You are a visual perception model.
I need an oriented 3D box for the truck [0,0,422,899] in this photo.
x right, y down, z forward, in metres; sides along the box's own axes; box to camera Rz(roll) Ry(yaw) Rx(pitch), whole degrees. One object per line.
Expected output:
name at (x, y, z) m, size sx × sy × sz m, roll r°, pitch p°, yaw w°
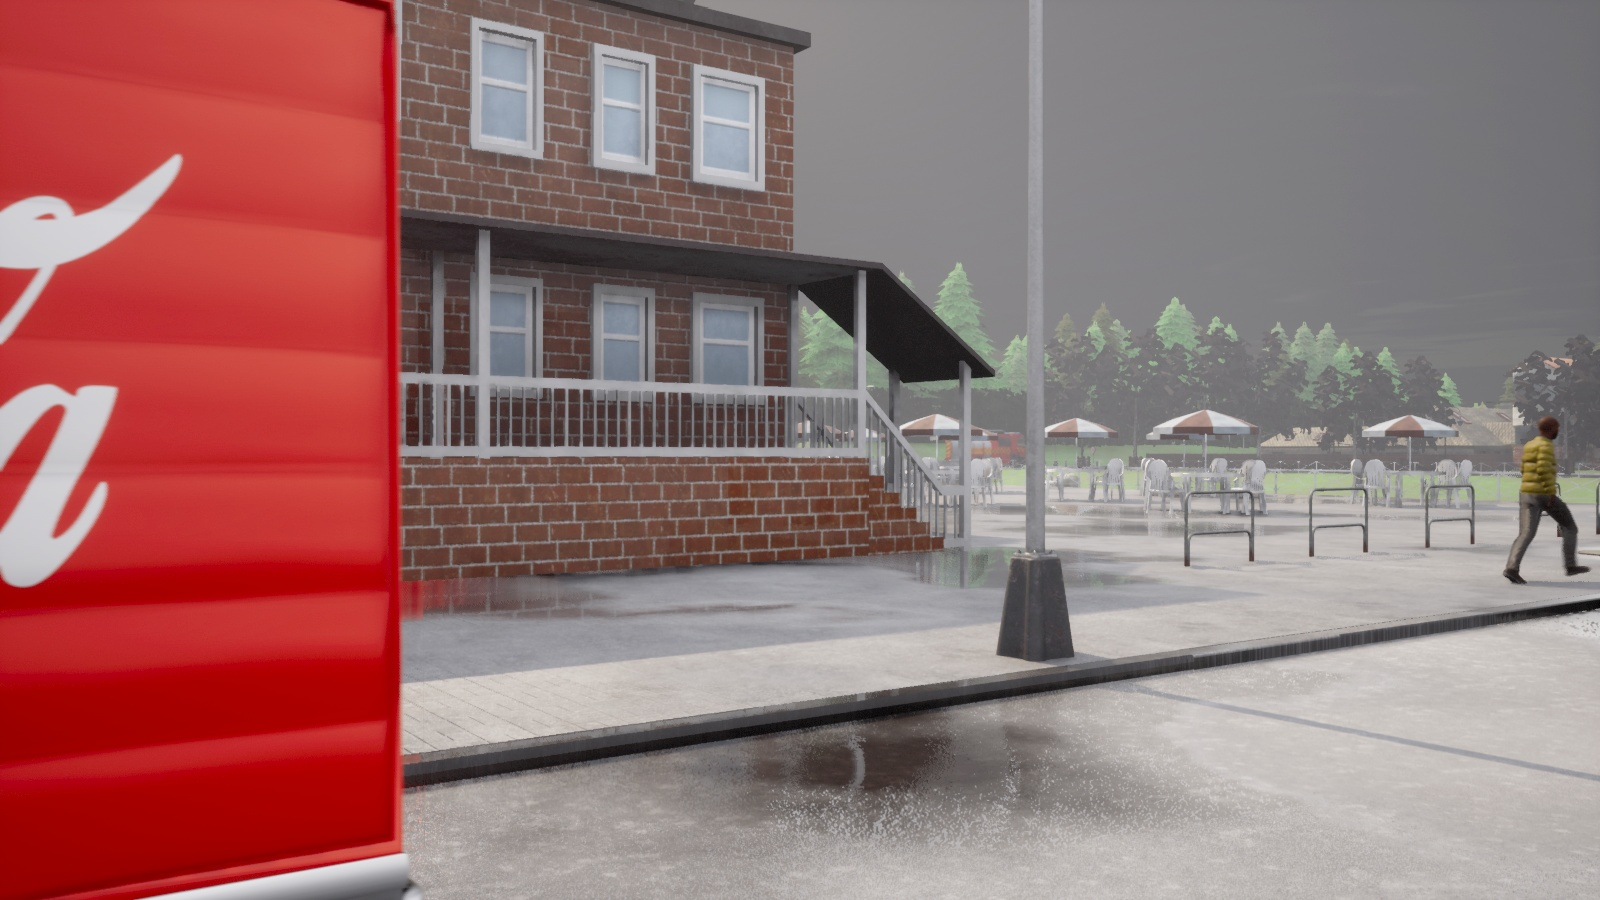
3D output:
truck at (-3.550, 0.270, 1.797) m, size 5.204 × 2.467 × 2.627 m, roll 0°, pitch 0°, yaw -35°

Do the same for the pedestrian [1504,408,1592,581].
pedestrian at (8.039, 0.471, 13.511) m, size 0.726 × 1.835 × 0.370 m, roll 0°, pitch 0°, yaw -5°
